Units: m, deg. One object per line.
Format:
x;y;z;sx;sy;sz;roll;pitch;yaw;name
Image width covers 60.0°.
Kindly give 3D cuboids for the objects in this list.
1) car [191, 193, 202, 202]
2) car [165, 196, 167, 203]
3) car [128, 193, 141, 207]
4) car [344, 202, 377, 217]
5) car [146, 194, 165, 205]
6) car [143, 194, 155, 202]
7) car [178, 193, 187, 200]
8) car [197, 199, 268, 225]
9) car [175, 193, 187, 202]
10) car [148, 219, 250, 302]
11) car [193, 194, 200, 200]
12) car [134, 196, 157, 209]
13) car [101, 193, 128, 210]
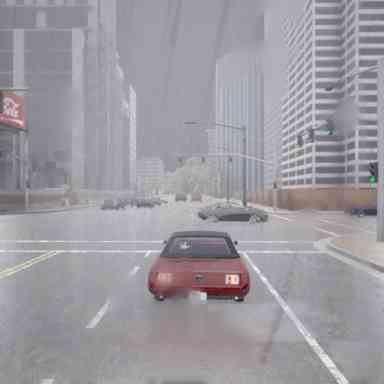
1.012;1.216;73.311;2.150;2.045;5.566;0;0;1;car
-6.094;1.477;67.238;1.882;1.535;5.008;0;0;1;car
-9.868;1.221;51.991;2.150;2.045;5.566;0;0;1;car
16.532;1.601;30.367;4.718;1.301;1.895;0;0;1;car
-6.313;1.564;56.790;1.994;1.385;4.181;0;0;0;car
-9.483;1.354;73.720;2.097;1.767;4.553;0;0;1;car
-2.338;1.184;84.000;2.097;1.767;4.553;0;0;1;car
2.797;1.491;23.287;4.902;1.511;2.128;0;0;0;car
-2.487;1.216;73.360;2.150;2.045;5.566;0;0;1;car
0.211;1.601;8.239;1.895;1.301;4.718;0;0;2;car
1.162;1.353;83.981;1.812;1.442;4.674;0;0;1;car
-6.460;1.601;46.788;1.895;1.301;4.718;0;0;1;car
-10.022;1.352;42.408;2.097;1.767;4.553;0;0;1;car
